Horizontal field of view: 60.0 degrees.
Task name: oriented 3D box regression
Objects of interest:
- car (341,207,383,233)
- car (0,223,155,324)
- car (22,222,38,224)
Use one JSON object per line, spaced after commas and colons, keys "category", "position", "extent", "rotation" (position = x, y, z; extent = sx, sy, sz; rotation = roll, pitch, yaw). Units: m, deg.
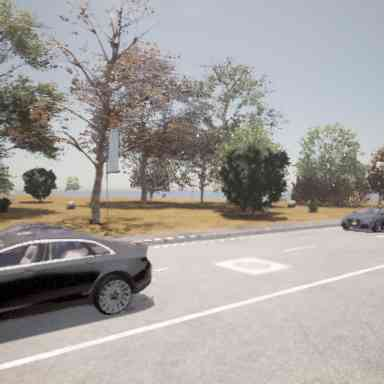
{"category": "car", "position": [10.962, 1.621, 20.257], "extent": [4.181, 1.385, 1.994], "rotation": [0, 0, -34]}
{"category": "car", "position": [-3.061, 1.494, 6.010], "extent": [4.902, 1.511, 2.128], "rotation": [0, 0, -35]}
{"category": "car", "position": [-4.591, 1.567, 9.227], "extent": [4.181, 1.385, 1.994], "rotation": [0, 0, -35]}
